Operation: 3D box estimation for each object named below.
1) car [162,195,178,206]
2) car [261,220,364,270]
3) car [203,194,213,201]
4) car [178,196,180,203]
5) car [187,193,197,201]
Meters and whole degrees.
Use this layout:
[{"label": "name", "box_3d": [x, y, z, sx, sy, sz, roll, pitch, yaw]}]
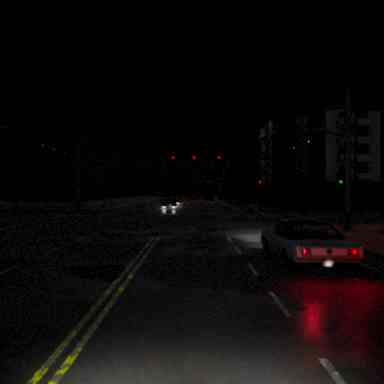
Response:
[{"label": "car", "box_3d": [-3.562, 1.433, 52.441, 1.812, 1.442, 4.674, 0, 0, 0]}, {"label": "car", "box_3d": [3.574, 1.582, 10.901, 1.895, 1.301, 4.718, 0, 0, 0]}, {"label": "car", "box_3d": [3.497, 1.236, 71.725, 1.812, 1.442, 4.674, 0, 0, 0]}, {"label": "car", "box_3d": [-3.504, 1.340, 67.645, 1.882, 1.535, 5.008, 0, 1, 0]}, {"label": "car", "box_3d": [-0.003, 1.068, 71.681, 2.097, 1.767, 4.553, 0, 0, 0]}]
